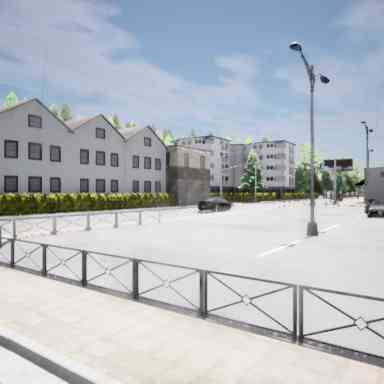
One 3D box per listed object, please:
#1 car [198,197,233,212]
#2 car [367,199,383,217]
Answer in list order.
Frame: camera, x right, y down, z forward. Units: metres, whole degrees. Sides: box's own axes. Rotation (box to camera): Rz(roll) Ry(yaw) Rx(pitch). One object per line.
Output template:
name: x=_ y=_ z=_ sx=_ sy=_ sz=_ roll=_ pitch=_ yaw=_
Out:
car: x=2.539 y=1.293 z=35.139 sx=1.882 sy=1.535 sz=5.008 roll=0 pitch=0 yaw=35
car: x=15.416 y=1.299 z=26.814 sx=2.007 sy=1.523 sz=4.514 roll=0 pitch=0 yaw=35
